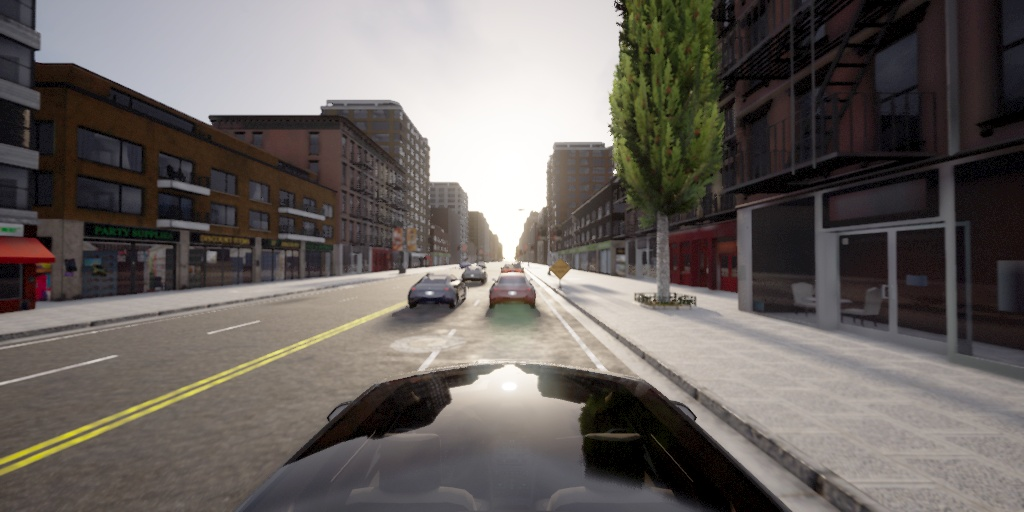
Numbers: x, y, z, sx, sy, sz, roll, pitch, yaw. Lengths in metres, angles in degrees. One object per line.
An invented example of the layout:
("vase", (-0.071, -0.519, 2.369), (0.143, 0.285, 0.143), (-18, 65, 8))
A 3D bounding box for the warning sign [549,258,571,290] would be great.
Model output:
("warning sign", (2.873, 1.048, 21.295), (1.300, 1.860, 1.060), (0, 0, 0))

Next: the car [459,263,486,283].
("car", (-3.212, 1.589, 31.067), (1.994, 1.385, 4.181), (0, 0, 0))

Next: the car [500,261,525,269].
("car", (0.038, 1.372, 30.850), (2.097, 1.767, 4.553), (0, -1, 0))

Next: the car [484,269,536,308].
("car", (0.022, 1.448, 16.052), (1.994, 1.385, 4.181), (0, 0, 0))

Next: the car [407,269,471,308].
("car", (-3.229, 1.449, 16.096), (1.994, 1.385, 4.181), (0, 0, 0))
